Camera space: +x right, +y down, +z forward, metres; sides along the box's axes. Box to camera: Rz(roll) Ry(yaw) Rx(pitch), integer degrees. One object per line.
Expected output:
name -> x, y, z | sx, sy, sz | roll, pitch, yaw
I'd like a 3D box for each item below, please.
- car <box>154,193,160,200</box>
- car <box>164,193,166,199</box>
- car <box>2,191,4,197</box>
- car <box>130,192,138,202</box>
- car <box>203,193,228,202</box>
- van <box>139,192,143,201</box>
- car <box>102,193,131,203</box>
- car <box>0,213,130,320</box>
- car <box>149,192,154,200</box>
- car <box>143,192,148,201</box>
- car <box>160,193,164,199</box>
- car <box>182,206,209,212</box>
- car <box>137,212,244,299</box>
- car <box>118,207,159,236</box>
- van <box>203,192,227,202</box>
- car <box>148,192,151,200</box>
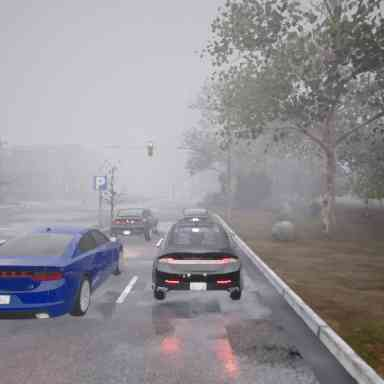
car -> -11.393, 1.355, 85.692 | 4.674, 1.452, 2.002 | -1, 0, -12
car -> -10.517, 1.313, 91.676 | 5.008, 1.535, 2.097 | -1, 0, -12
car -> -31.128, 0.135, 52.639 | 2.002, 1.452, 4.674 | 6, -3, -19
car -> -13.755, 1.313, 64.751 | 5.366, 1.575, 1.946 | -1, 0, -15
car -> 4.713, 1.139, 67.311 | 4.553, 1.767, 2.185 | 1, 0, -14
van -> -13.192, 1.091, 70.743 | 4.442, 1.987, 1.878 | -1, 0, -14
car -> -14.402, 1.356, 61.760 | 4.792, 1.488, 2.163 | -1, 0, -15
car -> -2.886, 1.487, 7.534 | 1.882, 1.535, 5.008 | 0, 0, 0
car -> -12.213, 1.356, 79.710 | 4.674, 1.452, 2.002 | -1, 0, -13
car -> -12.962, 1.319, 73.714 | 4.892, 1.521, 2.231 | -1, 0, -14
car -> -10.941, 1.062, 88.698 | 5.566, 2.045, 2.435 | -1, 0, -12
car -> 0.185, 1.530, 17.879 | 1.837, 1.490, 4.892 | 0, 0, 0
car -> 0.117, 1.502, 8.467 | 2.128, 1.511, 4.902 | 0, 0, 0
car -> -2.825, 1.529, 16.965 | 1.837, 1.490, 4.892 | 0, 0, 1
van -> 4.328, 1.040, 64.341 | 4.442, 1.987, 1.878 | 1, 0, -14
car -> -12.587, 1.357, 76.709 | 4.674, 1.452, 2.002 | -1, 0, -13
